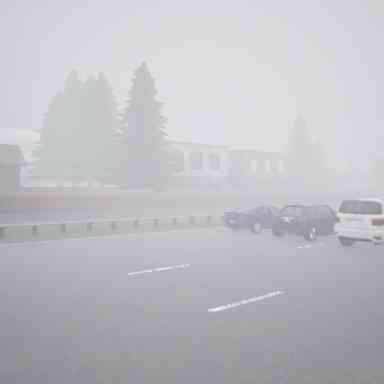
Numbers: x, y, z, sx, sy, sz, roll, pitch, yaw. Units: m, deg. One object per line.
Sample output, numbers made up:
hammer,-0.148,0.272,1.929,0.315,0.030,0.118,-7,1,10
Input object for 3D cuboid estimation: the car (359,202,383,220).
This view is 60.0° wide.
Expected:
car,16.416,1.572,28.476,4.181,1.385,1.994,0,0,-35

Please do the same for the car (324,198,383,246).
car,8.293,1.257,14.084,5.566,2.045,2.150,0,0,-35

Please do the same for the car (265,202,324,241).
car,6.212,1.365,16.898,4.553,1.767,2.097,0,0,-35

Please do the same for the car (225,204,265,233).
car,4.204,1.484,19.765,5.008,1.535,1.882,0,0,-35
